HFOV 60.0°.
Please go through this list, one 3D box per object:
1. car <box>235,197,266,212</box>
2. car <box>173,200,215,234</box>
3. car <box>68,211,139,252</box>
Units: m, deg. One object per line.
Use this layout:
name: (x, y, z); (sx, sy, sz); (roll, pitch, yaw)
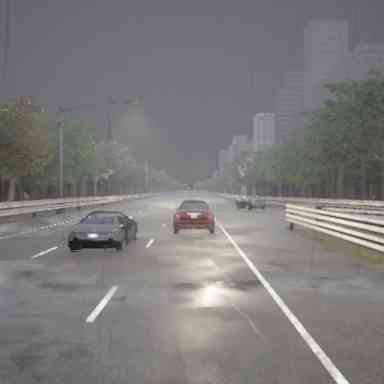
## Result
car: (6.226, 1.270, 36.042); (2.128, 1.511, 4.902); (0, 0, -15)
car: (0.100, 1.211, 18.495); (2.097, 1.767, 4.553); (0, 0, 0)
car: (-3.400, 1.458, 13.424); (1.994, 1.385, 4.181); (0, 0, 0)
